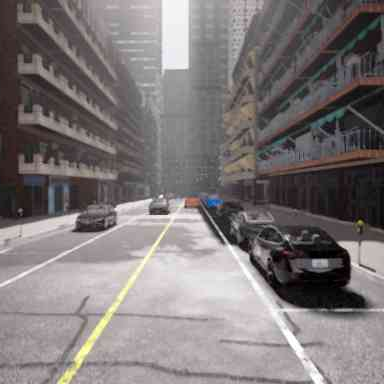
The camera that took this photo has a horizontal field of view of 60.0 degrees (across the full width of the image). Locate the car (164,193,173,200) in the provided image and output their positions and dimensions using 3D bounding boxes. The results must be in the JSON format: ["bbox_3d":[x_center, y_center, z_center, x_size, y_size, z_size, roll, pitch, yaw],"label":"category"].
[{"bbox_3d":[-5.705,1.018,81.889,1.967,1.590,4.097,-1,0,0],"label":"car"}]

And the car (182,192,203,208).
[{"bbox_3d":[0.053,1.117,44.722,2.097,1.767,4.553,0,0,0],"label":"car"}]

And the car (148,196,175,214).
[{"bbox_3d":[-3.101,1.375,32.672,2.033,1.411,5.357,0,0,0],"label":"car"}]

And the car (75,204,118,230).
[{"bbox_3d":[-5.701,1.443,20.268,2.008,1.369,4.403,-1,0,0],"label":"car"}]

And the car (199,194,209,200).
[{"bbox_3d":[2.677,1.156,76.259,2.008,1.369,4.403,-1,0,0],"label":"car"}]

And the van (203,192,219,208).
[{"bbox_3d":[2.675,1.117,42.646,1.690,1.788,3.998,-1,0,0],"label":"van"}]

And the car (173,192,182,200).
[{"bbox_3d":[-3.003,1.040,74.624,1.812,1.442,4.674,0,0,0],"label":"car"}]

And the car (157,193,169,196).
[{"bbox_3d":[-5.703,1.256,59.481,1.947,1.339,4.313,-1,0,0],"label":"car"}]

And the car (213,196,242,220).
[{"bbox_3d":[2.999,1.364,26.651,1.837,1.490,4.892,0,0,0],"label":"car"}]

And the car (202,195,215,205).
[{"bbox_3d":[2.678,1.263,53.851,1.887,1.381,4.507,-1,0,0],"label":"car"}]

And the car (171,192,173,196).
[{"bbox_3d":[-5.703,1.215,70.685,1.802,1.307,4.206,-1,0,0],"label":"car"}]

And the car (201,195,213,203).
[{"bbox_3d":[2.678,1.256,59.453,1.947,1.339,4.313,-1,0,0],"label":"car"}]

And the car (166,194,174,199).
[{"bbox_3d":[-5.704,1.116,87.490,1.947,1.339,4.313,-1,0,0],"label":"car"}]

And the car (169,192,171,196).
[{"bbox_3d":[-5.703,1.206,65.084,1.887,1.381,4.507,-1,0,0],"label":"car"}]

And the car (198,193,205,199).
[{"bbox_3d":[2.676,1.047,93.234,1.752,1.417,4.829,-1,0,0],"label":"car"}]

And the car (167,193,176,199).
[{"bbox_3d":[-5.704,1.073,93.093,2.008,1.369,4.403,-1,0,0],"label":"car"}]

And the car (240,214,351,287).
[{"bbox_3d":[2.680,1.517,9.035,1.947,1.339,4.313,-1,0,0],"label":"car"}]

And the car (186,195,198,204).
[{"bbox_3d":[-0.002,1.216,55.371,1.837,1.490,4.892,0,0,0],"label":"car"}]

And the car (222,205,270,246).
[{"bbox_3d":[2.679,1.473,14.638,2.008,1.369,4.403,-1,0,0],"label":"car"}]
